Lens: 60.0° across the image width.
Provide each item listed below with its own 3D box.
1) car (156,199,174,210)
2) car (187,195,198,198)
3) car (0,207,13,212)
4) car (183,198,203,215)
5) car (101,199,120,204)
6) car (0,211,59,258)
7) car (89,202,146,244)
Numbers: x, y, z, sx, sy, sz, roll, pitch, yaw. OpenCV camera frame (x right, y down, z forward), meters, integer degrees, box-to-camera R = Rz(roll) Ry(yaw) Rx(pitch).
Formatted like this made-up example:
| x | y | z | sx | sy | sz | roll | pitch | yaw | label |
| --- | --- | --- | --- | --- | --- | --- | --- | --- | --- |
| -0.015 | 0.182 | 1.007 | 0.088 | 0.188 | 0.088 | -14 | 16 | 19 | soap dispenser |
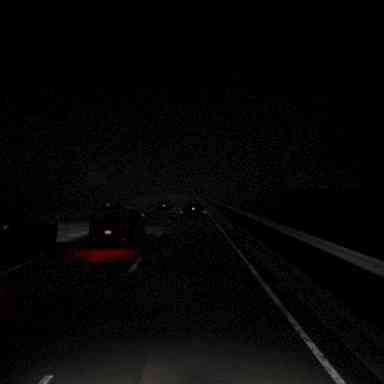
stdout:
| x | y | z | sx | sy | sz | roll | pitch | yaw | label |
| --- | --- | --- | --- | --- | --- | --- | --- | --- | --- |
| -3.379 | 1.577 | 42.217 | 1.994 | 1.385 | 4.181 | 0 | 0 | 0 | car |
| 0.127 | 1.370 | 63.400 | 2.097 | 1.767 | 4.553 | 0 | 0 | 0 | car |
| -10.393 | 1.484 | 17.443 | 1.882 | 1.535 | 5.008 | 0 | 0 | 0 | car |
| 0.116 | 1.574 | 34.220 | 1.994 | 1.385 | 4.181 | 0 | 0 | 0 | car |
| -10.379 | 1.578 | 42.938 | 1.994 | 1.385 | 4.181 | 0 | 0 | 0 | car |
| -6.894 | 1.606 | 12.834 | 1.895 | 1.301 | 4.718 | 0 | 0 | 0 | car |
| -3.393 | 1.483 | 15.904 | 1.882 | 1.535 | 5.008 | 0 | 0 | 0 | car |
